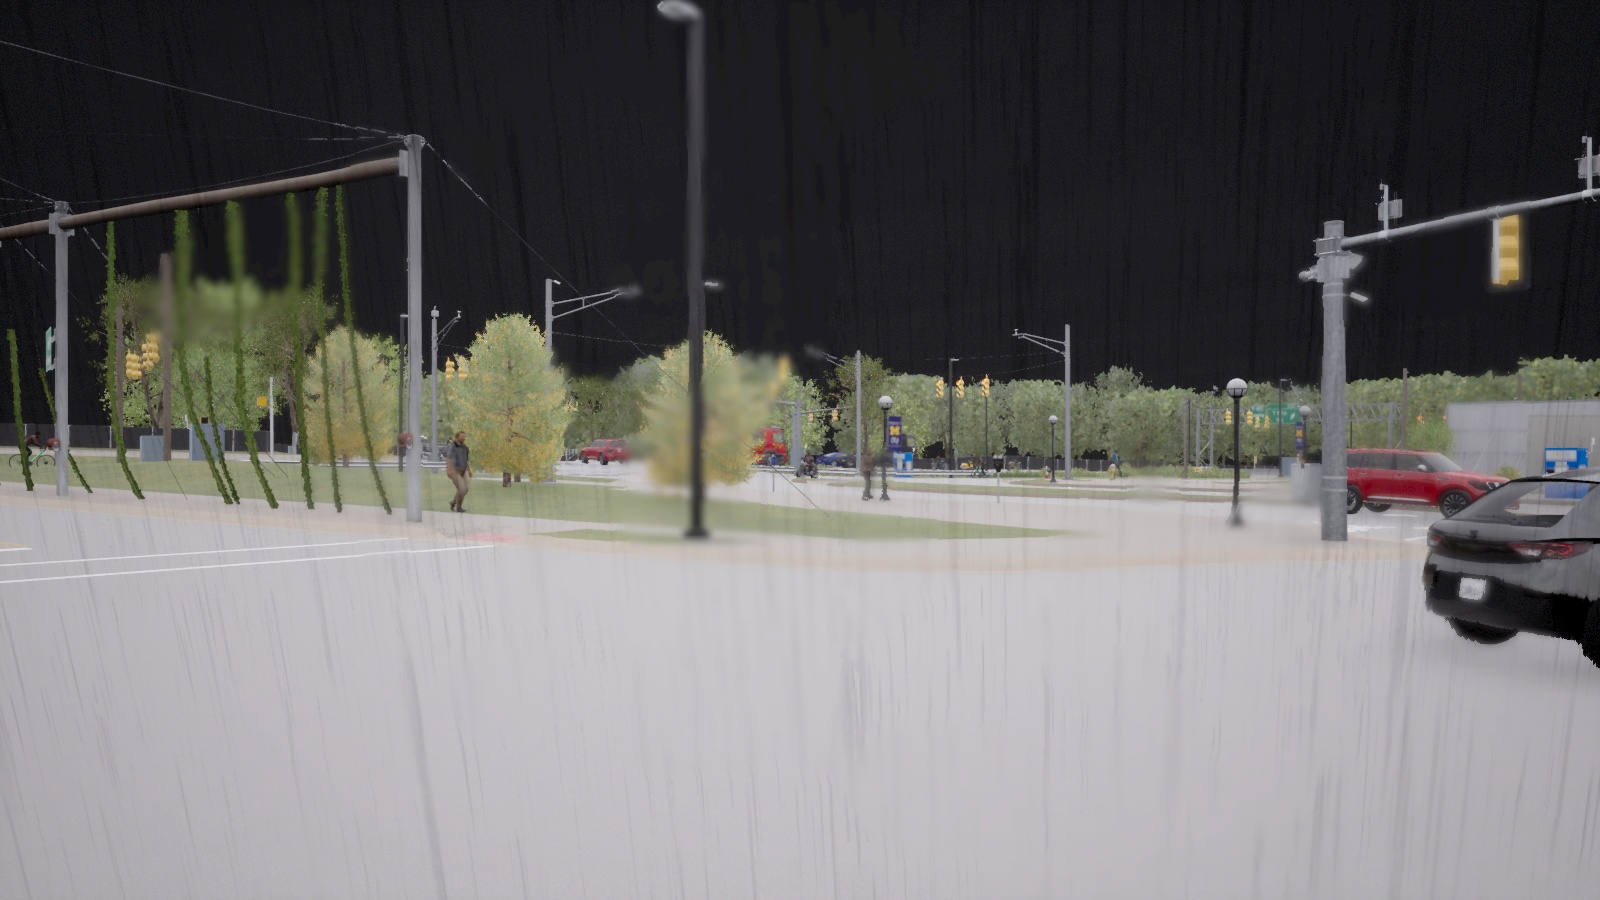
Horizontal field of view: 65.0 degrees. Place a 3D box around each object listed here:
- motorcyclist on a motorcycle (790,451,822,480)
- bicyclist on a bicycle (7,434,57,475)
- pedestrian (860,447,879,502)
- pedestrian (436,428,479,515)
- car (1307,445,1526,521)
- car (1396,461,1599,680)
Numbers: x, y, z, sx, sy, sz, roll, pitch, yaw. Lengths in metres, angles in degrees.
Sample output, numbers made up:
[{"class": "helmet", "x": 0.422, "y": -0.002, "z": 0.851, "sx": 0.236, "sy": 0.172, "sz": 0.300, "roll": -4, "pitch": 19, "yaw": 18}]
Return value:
[{"class": "motorcyclist on a motorcycle", "x": 0.346, "y": 0.904, "z": 73.166, "sx": 0.766, "sy": 1.649, "sz": 2.350, "roll": 1, "pitch": 0, "yaw": 30}, {"class": "bicyclist on a bicycle", "x": -31.453, "y": 0.189, "z": 51.429, "sx": 1.656, "sy": 1.620, "sz": 0.582, "roll": 2, "pitch": -1, "yaw": -34}, {"class": "pedestrian", "x": 2.340, "y": 0.829, "z": 42.396, "sx": 0.331, "sy": 1.846, "sz": 0.634, "roll": 0, "pitch": 0, "yaw": -34}, {"class": "pedestrian", "x": -7.338, "y": 0.453, "z": 26.887, "sx": 0.694, "sy": 1.848, "sz": 0.540, "roll": 0, "pitch": 0, "yaw": 30}, {"class": "car", "x": 18.649, "y": 0.938, "z": 38.240, "sx": 2.150, "sy": 2.045, "sz": 5.566, "roll": 0, "pitch": 1, "yaw": -38}, {"class": "car", "x": 7.125, "y": 0.819, "z": 9.727, "sx": 4.193, "sy": 1.474, "sz": 1.816, "roll": -1, "pitch": -1, "yaw": -7}]
